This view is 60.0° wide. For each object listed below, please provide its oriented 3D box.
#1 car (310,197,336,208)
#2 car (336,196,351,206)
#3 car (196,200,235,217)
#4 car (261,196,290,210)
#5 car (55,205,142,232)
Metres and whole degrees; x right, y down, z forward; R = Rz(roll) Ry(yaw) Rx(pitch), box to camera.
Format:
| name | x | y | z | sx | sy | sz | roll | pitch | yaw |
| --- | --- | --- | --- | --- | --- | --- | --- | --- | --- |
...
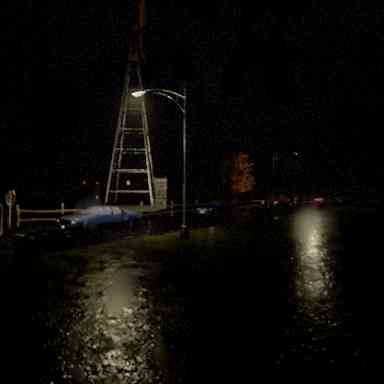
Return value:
| name | x | y | z | sx | sy | sz | roll | pitch | yaw |
| --- | --- | --- | --- | --- | --- | --- | --- | --- | --- |
| car | 17.786 | 1.456 | 45.701 | 1.994 | 1.385 | 4.181 | 1 | 1 | 39 |
| car | 24.047 | 1.406 | 53.564 | 2.033 | 1.411 | 5.357 | 1 | 1 | 40 |
| car | 2.294 | 1.460 | 30.651 | 1.812 | 1.442 | 4.674 | 1 | 1 | 38 |
| car | 10.366 | 1.239 | 41.002 | 2.097 | 1.767 | 4.553 | 1 | 1 | 38 |
| car | -5.505 | 1.526 | 20.425 | 2.033 | 1.411 | 5.357 | 1 | 1 | 37 |
